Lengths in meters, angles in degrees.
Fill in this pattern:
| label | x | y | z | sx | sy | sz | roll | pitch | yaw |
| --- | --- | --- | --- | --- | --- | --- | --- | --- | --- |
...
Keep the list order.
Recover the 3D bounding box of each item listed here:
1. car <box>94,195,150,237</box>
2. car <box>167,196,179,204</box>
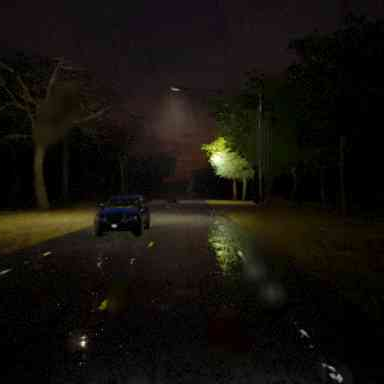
| label | x | y | z | sx | sy | sz | roll | pitch | yaw |
| --- | --- | --- | --- | --- | --- | --- | --- | --- | --- |
| car | -3.594 | 1.204 | 18.131 | 2.150 | 2.045 | 5.566 | 0 | 0 | 0 |
| car | -3.520 | 1.427 | 61.221 | 1.837 | 1.490 | 4.892 | 0 | 0 | 1 |
